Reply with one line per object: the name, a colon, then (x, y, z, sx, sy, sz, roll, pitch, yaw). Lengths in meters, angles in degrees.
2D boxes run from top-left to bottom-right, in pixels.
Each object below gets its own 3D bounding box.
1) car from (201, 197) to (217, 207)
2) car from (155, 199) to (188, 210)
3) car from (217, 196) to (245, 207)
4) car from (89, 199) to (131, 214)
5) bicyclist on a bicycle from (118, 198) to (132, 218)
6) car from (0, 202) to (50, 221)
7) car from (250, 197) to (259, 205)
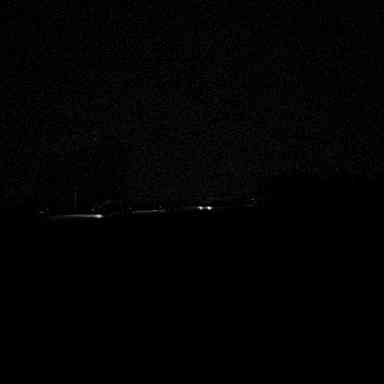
car: (3.166, 1.500, 50.948, 1.812, 1.442, 4.674, -1, -1, 36)
car: (-2.655, 1.558, 42.752, 1.895, 1.301, 4.718, -1, -1, 35)
car: (6.238, 1.405, 50.354, 1.882, 1.535, 5.008, -1, -1, 36)
car: (-8.417, 1.496, 34.596, 1.812, 1.442, 4.674, -1, -1, 35)
bicyclist on a bicycle: (-5.675, 1.351, 28.099, 1.656, 1.620, 0.582, 0, 0, 35)
car: (-14.144, 1.539, 26.418, 2.033, 1.411, 5.357, -1, -1, 34)
car: (11.933, 1.477, 58.536, 2.128, 1.511, 4.902, -1, -1, 35)
